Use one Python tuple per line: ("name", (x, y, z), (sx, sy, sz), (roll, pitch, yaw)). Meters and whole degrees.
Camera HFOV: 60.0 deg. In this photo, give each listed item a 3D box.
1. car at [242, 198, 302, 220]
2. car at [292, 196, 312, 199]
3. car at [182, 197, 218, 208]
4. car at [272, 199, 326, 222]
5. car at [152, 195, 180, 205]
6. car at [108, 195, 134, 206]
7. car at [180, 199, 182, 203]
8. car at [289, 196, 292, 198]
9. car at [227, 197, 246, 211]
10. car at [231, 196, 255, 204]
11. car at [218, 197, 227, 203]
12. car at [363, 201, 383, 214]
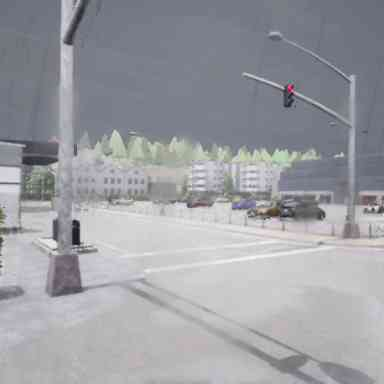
("car", (7.433, 1.627, 30.416), (5.027, 1.636, 2.152), (1, -1, -35))
("car", (20.132, 1.722, 58.081), (4.605, 1.855, 1.932), (1, -1, -35))
("car", (1.294, 1.701, 52.749), (4.514, 1.523, 2.007), (1, -1, -35))
("car", (9.268, 1.635, 27.871), (4.514, 1.523, 2.007), (1, -1, -35))
("car", (-5.235, 1.516, 63.382), (4.605, 1.855, 1.932), (1, -1, -35))
("car", (-12.175, 1.677, 58.506), (3.806, 1.475, 1.970), (1, -1, -35))
("car", (-0.984, 1.843, 74.795), (4.514, 1.523, 2.007), (1, -1, -35))
("car", (18.134, 1.698, 60.231), (3.866, 1.878, 1.905), (1, -1, -35))
("car", (6.966, 1.716, 44.522), (3.633, 1.501, 1.845), (1, -1, -35))
("car", (10.826, 1.782, 70.733), (5.027, 1.636, 2.152), (1, -1, -35))
("car", (6.894, 1.861, 75.815), (3.806, 1.475, 1.970), (1, -1, -35))
("car", (22.837, 1.907, 40.955), (3.806, 1.475, 1.970), (1, -1, -35))
